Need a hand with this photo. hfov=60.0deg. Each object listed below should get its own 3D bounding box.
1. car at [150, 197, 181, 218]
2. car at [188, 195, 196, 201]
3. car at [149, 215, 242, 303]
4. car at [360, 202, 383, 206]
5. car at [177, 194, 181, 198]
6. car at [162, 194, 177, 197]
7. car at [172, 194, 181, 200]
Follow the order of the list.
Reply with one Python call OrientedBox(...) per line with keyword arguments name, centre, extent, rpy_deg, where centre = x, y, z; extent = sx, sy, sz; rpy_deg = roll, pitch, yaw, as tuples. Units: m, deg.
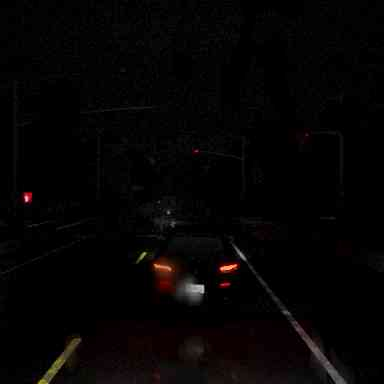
OrientedBox(name="car", centre=(-2.616, 1.491, 30.406), extent=(2.128, 1.511, 4.902), rpy_deg=(0, 0, -15))
OrientedBox(name="car", centre=(0.069, 1.525, 80.886), extent=(2.128, 1.511, 4.902), rpy_deg=(0, 0, 0))
OrientedBox(name="car", centre=(0.080, 1.526, 8.092), extent=(1.812, 1.442, 4.674), rpy_deg=(0, 0, 0))
OrientedBox(name="car", centre=(15.563, 1.528, 28.655), extent=(5.357, 1.411, 2.033), rpy_deg=(0, 0, -6))
OrientedBox(name="car", centre=(-3.523, 1.526, 59.890), extent=(1.812, 1.442, 4.674), rpy_deg=(0, 0, 0))
OrientedBox(name="car", centre=(-3.558, 1.351, 46.410), extent=(2.097, 1.767, 4.553), rpy_deg=(0, 0, 0))
OrientedBox(name="car", centre=(-3.436, 1.139, 75.368), extent=(1.812, 1.442, 4.674), rpy_deg=(0, 0, 0))
